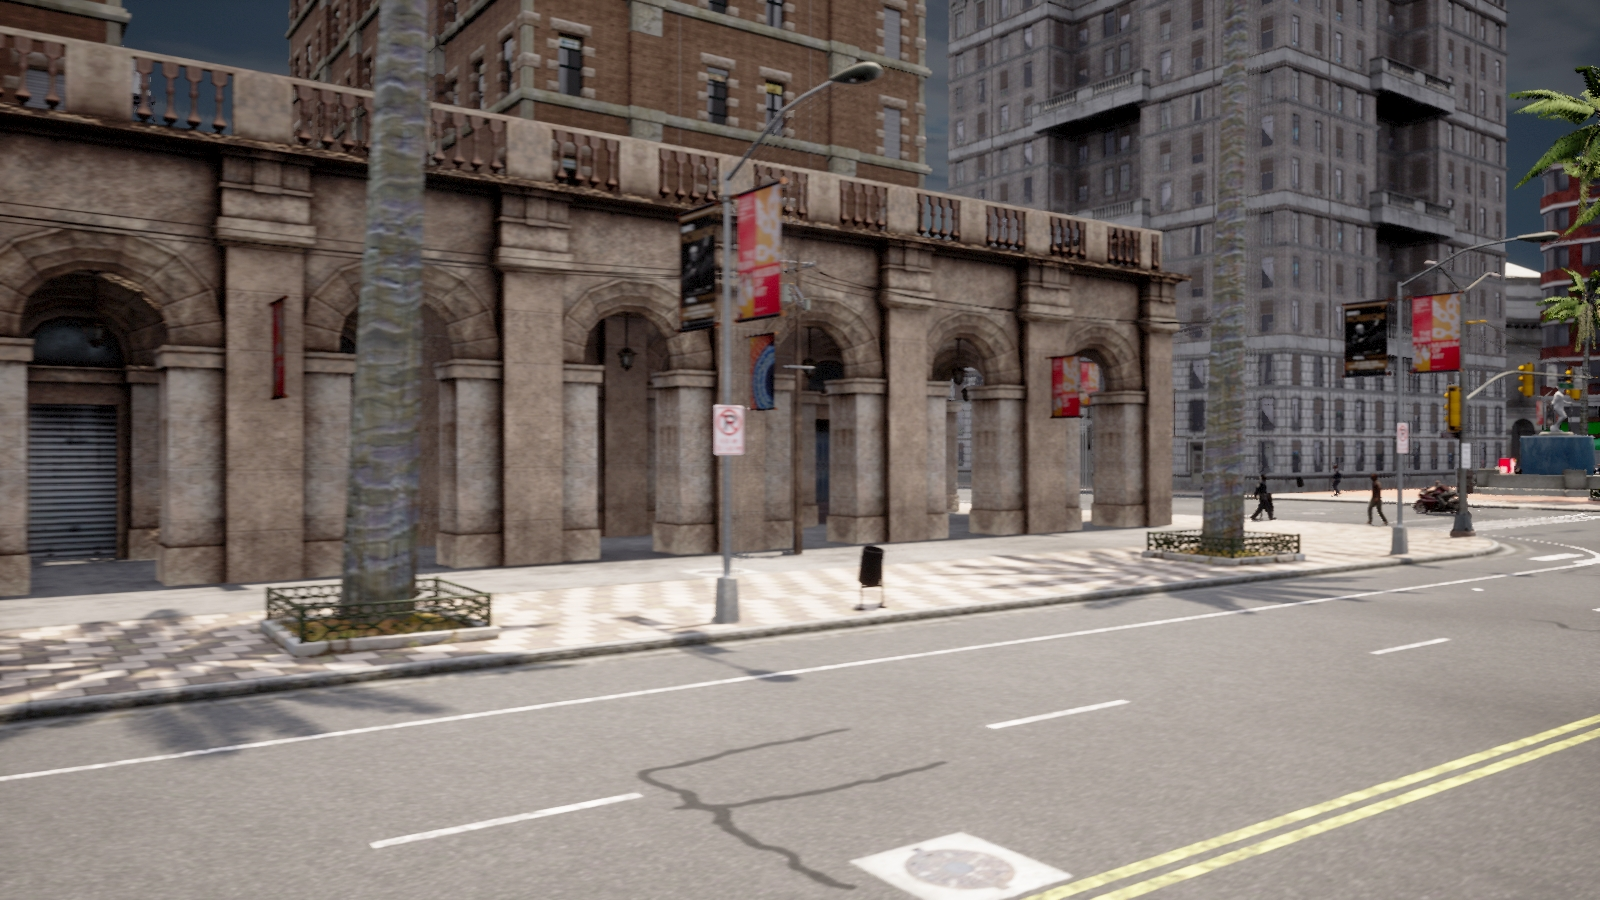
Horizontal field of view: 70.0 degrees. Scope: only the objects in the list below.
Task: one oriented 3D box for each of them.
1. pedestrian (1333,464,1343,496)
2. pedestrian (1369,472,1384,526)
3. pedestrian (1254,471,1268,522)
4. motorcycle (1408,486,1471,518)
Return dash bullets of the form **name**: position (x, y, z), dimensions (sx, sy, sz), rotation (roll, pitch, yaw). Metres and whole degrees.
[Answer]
- **pedestrian**: position (30.581, 1.701, 64.943), dimensions (0.375, 1.860, 0.375), rotation (0, 0, -41)
- **pedestrian**: position (20.100, 1.700, 39.822), dimensions (0.375, 1.860, 0.375), rotation (0, 0, 6)
- **pedestrian**: position (17.010, 1.699, 42.127), dimensions (0.375, 1.860, 0.375), rotation (0, 0, 44)
- **motorcycle**: position (27.448, 2.209, 49.067), dimensions (0.867, 1.251, 2.209), rotation (0, 0, -33)
